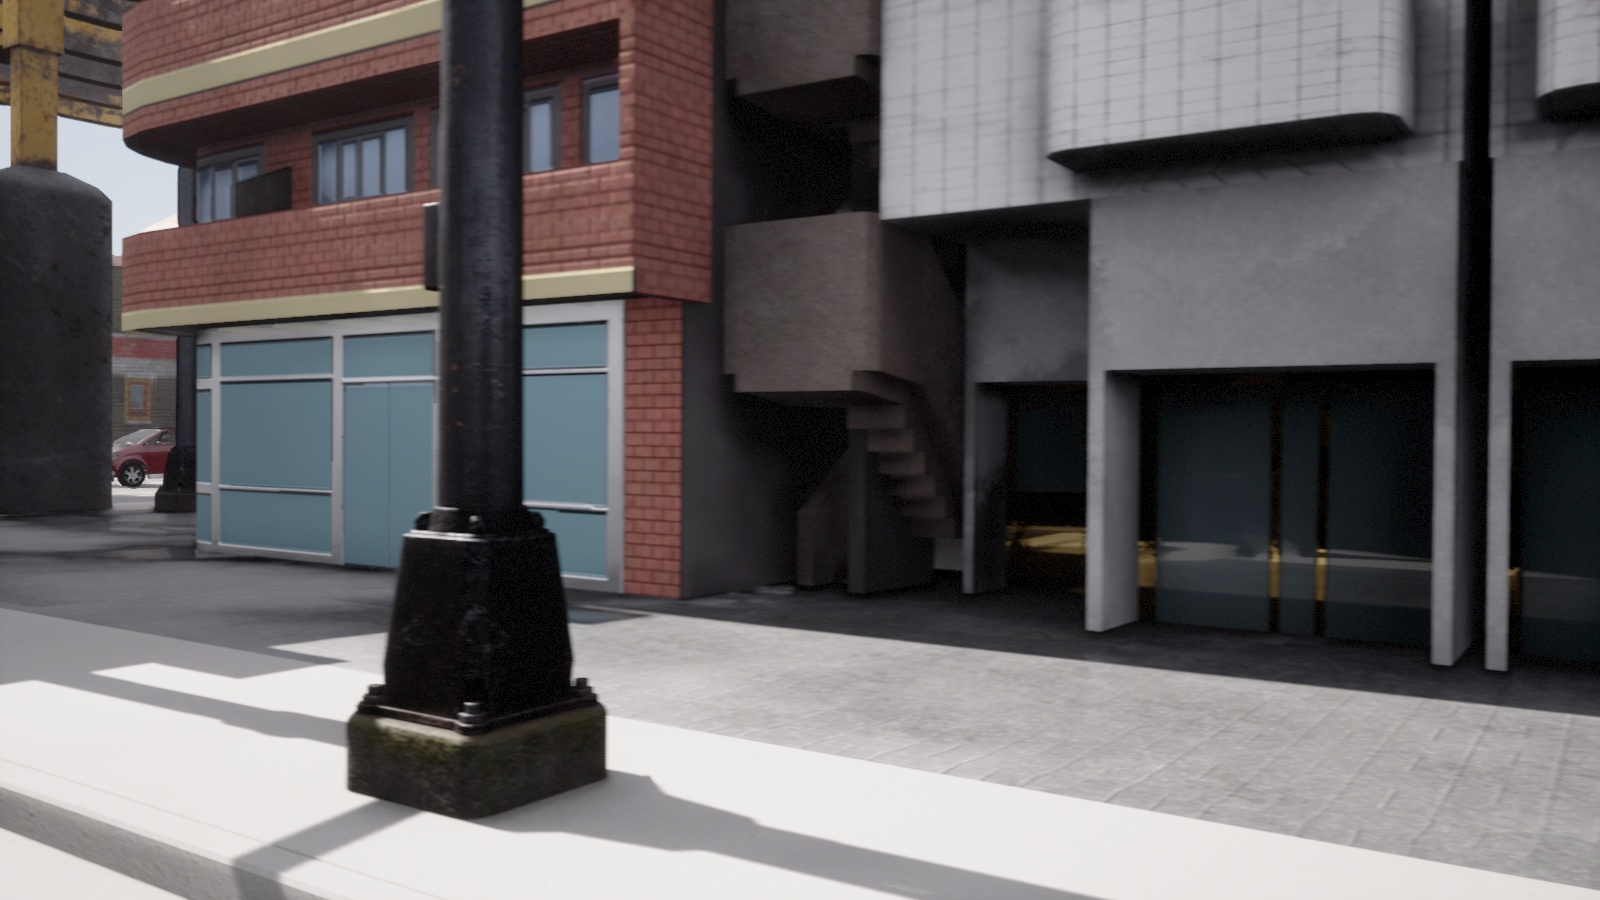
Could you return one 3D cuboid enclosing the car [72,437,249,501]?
[{"bbox_3d":[-16.716,0.465,32.969,1.789,1.549,3.705,0,1,34],"label":"car"}]
